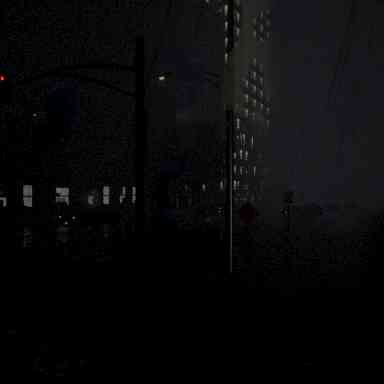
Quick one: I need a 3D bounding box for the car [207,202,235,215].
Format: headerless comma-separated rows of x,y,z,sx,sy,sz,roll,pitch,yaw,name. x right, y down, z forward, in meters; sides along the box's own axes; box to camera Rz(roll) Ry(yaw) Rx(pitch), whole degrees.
3.769,2.052,43.080,2.097,1.767,4.553,0,-1,33,car

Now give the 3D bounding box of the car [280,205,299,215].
13.919,2.459,46.590,1.895,1.301,4.718,0,-1,33,car

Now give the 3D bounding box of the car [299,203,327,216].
15.962,2.343,43.667,1.837,1.490,4.892,0,-1,33,car

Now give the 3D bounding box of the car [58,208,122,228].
-7.671,1.922,25.315,1.895,1.301,4.718,0,-1,33,car

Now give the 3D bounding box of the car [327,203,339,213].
22.503,2.529,53.853,1.882,1.535,5.008,0,-1,33,car

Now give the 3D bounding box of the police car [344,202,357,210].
31.466,2.739,65.857,1.930,1.638,5.238,0,-1,33,police car

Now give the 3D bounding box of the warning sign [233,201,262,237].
3.104,1.454,18.559,1.300,1.860,1.060,1,1,33,warning sign

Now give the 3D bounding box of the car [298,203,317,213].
19.106,2.534,54.750,1.837,1.490,4.892,0,-1,33,car
